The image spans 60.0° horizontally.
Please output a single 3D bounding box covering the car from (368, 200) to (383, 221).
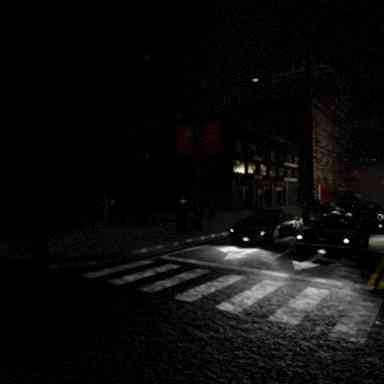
[{"bbox_3d":[16.329,1.481,28.199,1.882,1.535,5.008,0,0,35],"label":"car"}]

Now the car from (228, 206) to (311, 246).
[{"bbox_3d":[3.687,1.532,15.695,2.033,1.411,5.357,0,0,35],"label":"car"}]

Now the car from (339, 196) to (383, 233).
[{"bbox_3d":[10.561,1.349,19.901,2.097,1.767,4.553,0,0,35],"label":"car"}]

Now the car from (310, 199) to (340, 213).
[{"bbox_3d":[9.225,1.480,23.674,2.128,1.511,4.902,0,0,35],"label":"car"}]

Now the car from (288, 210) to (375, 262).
[{"bbox_3d":[5.401,1.595,12.466,1.895,1.301,4.718,0,0,35],"label":"car"}]

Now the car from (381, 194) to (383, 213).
[{"bbox_3d":[23.300,1.228,38.152,2.150,2.045,5.566,0,1,36],"label":"car"}]

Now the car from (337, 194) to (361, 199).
[{"bbox_3d":[15.033,1.217,32.025,2.150,2.045,5.566,0,0,36],"label":"car"}]
